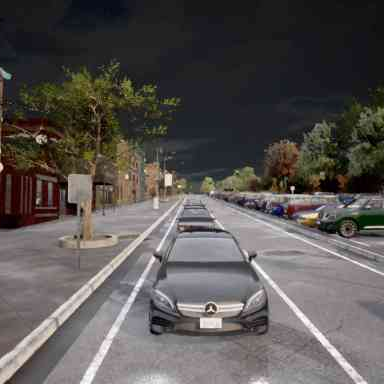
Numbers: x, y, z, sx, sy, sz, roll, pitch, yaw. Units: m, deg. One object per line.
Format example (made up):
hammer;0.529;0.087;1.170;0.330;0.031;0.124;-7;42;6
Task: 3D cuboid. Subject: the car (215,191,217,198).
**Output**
car;8.814;1.065;81.545;5.008;1.535;2.097;0;1;0

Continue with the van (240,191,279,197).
van;9.196;1.163;45.106;4.442;1.987;1.878;0;0;0

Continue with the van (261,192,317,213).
van;9.062;1.230;31.082;4.442;1.987;1.878;0;0;0

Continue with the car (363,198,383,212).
car;22.184;1.469;37.455;4.792;1.488;2.163;0;0;0

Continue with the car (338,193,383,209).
car;22.145;1.153;43.011;5.566;2.045;2.435;0;0;0

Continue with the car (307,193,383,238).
car;9.251;1.221;17.063;5.566;2.045;2.435;0;0;0

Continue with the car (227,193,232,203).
car;8.993;1.290;56.318;4.892;1.521;2.231;0;1;0

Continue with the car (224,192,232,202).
car;8.956;1.280;61.924;4.674;1.452;2.002;0;1;0

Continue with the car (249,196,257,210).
car;9.168;1.470;36.689;4.792;1.488;2.163;0;0;0

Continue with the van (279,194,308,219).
van;9.336;1.237;25.474;4.442;1.987;1.878;0;0;0

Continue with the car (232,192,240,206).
car;9.031;1.113;47.905;5.566;2.045;2.435;0;1;0

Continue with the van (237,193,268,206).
van;9.156;1.114;50.710;4.442;1.987;1.878;0;1;0

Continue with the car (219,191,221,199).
car;8.891;0.938;67.528;5.566;2.045;2.435;0;1;0

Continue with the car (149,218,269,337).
car;0.252;1.524;6.857;1.812;1.442;4.674;0;0;0

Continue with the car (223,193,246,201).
car;8.868;1.039;70.332;4.553;1.767;2.185;0;1;0

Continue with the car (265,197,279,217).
car;9.194;1.460;28.276;5.008;1.535;2.097;0;0;0

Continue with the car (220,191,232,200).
car;8.910;0.963;64.725;5.566;2.045;2.435;0;1;0

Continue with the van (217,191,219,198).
van;8.722;0.864;78.740;4.442;1.987;1.878;0;1;0

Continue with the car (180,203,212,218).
car;0.192;1.532;17.436;2.033;1.411;5.357;0;0;0

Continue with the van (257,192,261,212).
van;9.276;1.222;33.886;4.442;1.987;1.878;0;0;0

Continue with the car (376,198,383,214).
car;22.418;1.444;34.684;5.366;1.575;1.946;0;0;0

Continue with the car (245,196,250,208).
car;9.116;1.466;39.496;4.674;1.452;2.002;0;0;0

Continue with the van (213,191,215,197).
van;8.642;0.764;89.952;4.442;1.987;1.878;0;1;0

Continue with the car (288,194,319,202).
car;21.830;1.209;65.217;5.366;1.575;1.946;0;0;0

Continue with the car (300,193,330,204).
car;22.086;1.136;59.668;4.553;1.767;2.185;0;1;0

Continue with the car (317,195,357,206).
car;22.301;1.332;51.341;5.366;1.575;1.946;0;1;0

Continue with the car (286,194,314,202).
car;22.001;1.188;67.995;4.892;1.521;2.231;0;1;0

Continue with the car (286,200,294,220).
car;9.242;1.506;22.670;4.674;1.452;2.002;0;0;0

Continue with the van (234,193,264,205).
van;9.136;1.089;53.513;4.442;1.987;1.878;0;1;0

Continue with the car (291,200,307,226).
car;9.074;1.466;19.866;5.366;1.575;1.946;0;0;0

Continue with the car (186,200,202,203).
car;0.218;1.442;29.884;2.128;1.511;4.902;0;0;0

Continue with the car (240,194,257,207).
car;9.105;1.409;42.299;4.892;1.521;2.231;0;0;0

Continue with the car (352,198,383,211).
car;22.222;1.452;40.238;4.792;1.488;2.163;0;0;0
